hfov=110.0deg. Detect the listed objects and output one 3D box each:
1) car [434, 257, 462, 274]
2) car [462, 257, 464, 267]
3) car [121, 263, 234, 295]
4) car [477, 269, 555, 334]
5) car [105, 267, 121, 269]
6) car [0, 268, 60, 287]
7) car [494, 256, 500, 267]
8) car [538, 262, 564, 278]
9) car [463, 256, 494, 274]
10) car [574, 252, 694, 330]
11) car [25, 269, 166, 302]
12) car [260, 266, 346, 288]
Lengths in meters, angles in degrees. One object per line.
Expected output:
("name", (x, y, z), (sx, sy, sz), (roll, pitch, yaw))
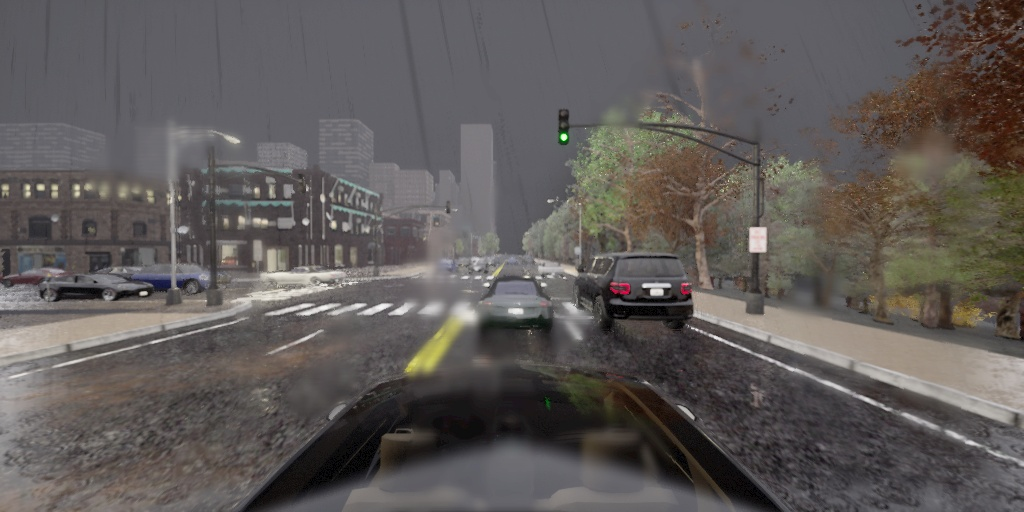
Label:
("car", (-6.606, 1.050, 36.636), (1.812, 1.442, 4.674), (0, 1, 0))
("car", (-6.598, 0.934, 49.990), (1.837, 1.490, 4.892), (0, 2, 0))
("car", (-18.265, 1.192, 19.981), (4.553, 1.767, 2.097), (-1, 1, 1))
("car", (0.097, 1.258, 10.427), (1.994, 1.385, 4.181), (0, 0, 0))
("car", (-28.287, 1.409, 25.834), (4.403, 1.370, 2.007), (0, 0, 0))
("car", (-33.823, 1.503, 25.840), (4.207, 1.307, 1.802), (0, 0, 0))
("car", (-3.334, 0.905, 53.506), (2.128, 1.511, 4.902), (0, 0, 0))
("car", (3.341, 1.159, 31.421), (1.895, 1.301, 4.718), (0, 0, 0))
("car", (-3.354, 1.013, 36.629), (2.128, 1.511, 4.902), (0, 1, 0))
("car", (3.350, 0.912, 10.971), (2.150, 2.045, 5.566), (0, 0, 0))
("car", (-19.952, 1.467, 17.325), (4.313, 1.339, 1.948), (0, 0, 0))
("car", (-13.535, 1.322, 23.248), (4.718, 1.301, 1.895), (-1, 1, 2))
